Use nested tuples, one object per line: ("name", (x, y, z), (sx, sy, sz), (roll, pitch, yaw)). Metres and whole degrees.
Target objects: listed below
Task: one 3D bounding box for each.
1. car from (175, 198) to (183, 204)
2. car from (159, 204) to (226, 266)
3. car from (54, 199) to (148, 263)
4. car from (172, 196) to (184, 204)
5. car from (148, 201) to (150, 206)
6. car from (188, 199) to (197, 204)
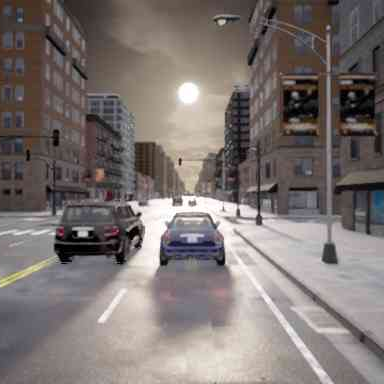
("car", (-3.173, 2.204, 84.053), (1.837, 1.490, 4.892), (0, -1, 0))
("car", (0.020, 1.478, 12.250), (2.097, 1.767, 4.553), (0, 0, 0))
("car", (-3.227, 1.354, 12.586), (2.150, 2.045, 5.566), (0, 0, 0))
("car", (-3.182, 1.955, 73.666), (2.150, 2.045, 5.566), (0, -1, 0))
("car", (-9.689, 2.210, 67.122), (2.033, 1.411, 5.357), (0, -1, 0))
("car", (0.068, 2.255, 73.630), (2.128, 1.511, 4.902), (0, -1, 0))
